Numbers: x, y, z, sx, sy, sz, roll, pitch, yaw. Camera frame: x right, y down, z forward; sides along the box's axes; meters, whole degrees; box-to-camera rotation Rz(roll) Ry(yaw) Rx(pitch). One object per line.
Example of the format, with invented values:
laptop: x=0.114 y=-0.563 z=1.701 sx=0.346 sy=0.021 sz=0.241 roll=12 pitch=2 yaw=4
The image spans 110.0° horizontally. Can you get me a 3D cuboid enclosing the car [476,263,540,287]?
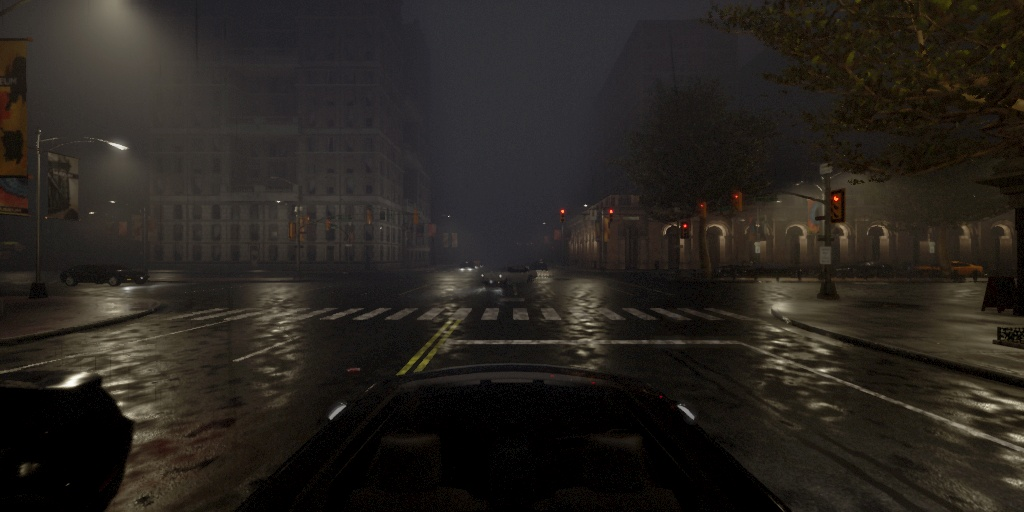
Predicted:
car: x=-0.177 y=1.351 z=24.939 sx=1.895 sy=1.301 sz=4.718 roll=0 pitch=0 yaw=33

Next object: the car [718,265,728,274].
car: x=23.286 y=1.241 z=35.926 sx=4.902 sy=1.511 sz=2.128 roll=0 pitch=0 yaw=0

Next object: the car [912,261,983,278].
car: x=39.153 y=1.227 z=32.355 sx=5.008 sy=1.535 sz=1.882 roll=0 pitch=0 yaw=0

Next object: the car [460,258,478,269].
car: x=-7.152 y=1.314 z=58.088 sx=1.994 sy=1.385 sz=4.181 roll=0 pitch=0 yaw=0

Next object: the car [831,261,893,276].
car: x=35.032 y=1.240 z=35.876 sx=4.902 sy=1.511 sz=2.128 roll=0 pitch=0 yaw=0

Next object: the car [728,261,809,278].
car: x=23.086 y=1.297 z=32.426 sx=5.357 sy=1.411 sz=2.033 roll=0 pitch=0 yaw=0

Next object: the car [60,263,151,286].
car: x=-27.649 y=1.255 z=24.442 sx=4.892 sy=1.490 sz=1.837 roll=0 pitch=0 yaw=0

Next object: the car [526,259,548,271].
car: x=3.612 y=1.241 z=48.637 sx=2.128 sy=1.511 sz=4.902 roll=0 pitch=0 yaw=-5

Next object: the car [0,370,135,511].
car: x=-3.584 y=1.255 z=0.434 sx=1.837 sy=1.490 sz=4.892 roll=0 pitch=0 yaw=0
